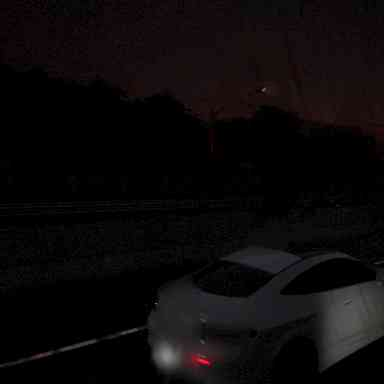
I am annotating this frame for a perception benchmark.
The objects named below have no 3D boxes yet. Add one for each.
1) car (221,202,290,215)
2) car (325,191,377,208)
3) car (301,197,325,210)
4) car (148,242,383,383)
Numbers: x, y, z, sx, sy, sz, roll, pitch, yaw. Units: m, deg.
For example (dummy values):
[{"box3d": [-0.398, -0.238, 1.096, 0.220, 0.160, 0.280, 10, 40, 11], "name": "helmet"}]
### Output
[{"box3d": [3.784, 1.348, 19.586, 4.902, 1.511, 2.128, -1, 0, -35], "name": "car"}, {"box3d": [15.876, 0.895, 32.492, 5.566, 2.045, 2.150, 0, 0, -35], "name": "car"}, {"box3d": [13.425, 1.242, 35.044, 4.181, 1.385, 1.994, -1, 0, -35], "name": "car"}, {"box3d": [1.614, 1.486, 4.898, 4.674, 1.442, 1.812, -1, 0, -36], "name": "car"}]
